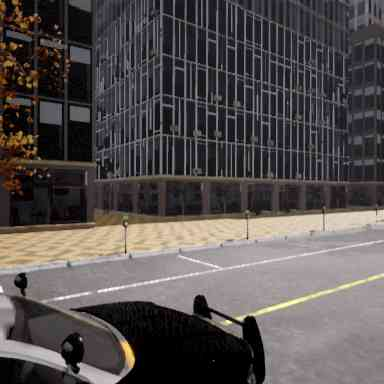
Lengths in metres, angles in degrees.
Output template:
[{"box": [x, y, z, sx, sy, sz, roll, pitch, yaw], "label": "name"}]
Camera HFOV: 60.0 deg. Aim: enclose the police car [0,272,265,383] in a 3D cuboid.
[{"box": [-1.616, 1.419, 2.281, 5.238, 1.638, 1.930, 0, 0, -36], "label": "police car"}]
